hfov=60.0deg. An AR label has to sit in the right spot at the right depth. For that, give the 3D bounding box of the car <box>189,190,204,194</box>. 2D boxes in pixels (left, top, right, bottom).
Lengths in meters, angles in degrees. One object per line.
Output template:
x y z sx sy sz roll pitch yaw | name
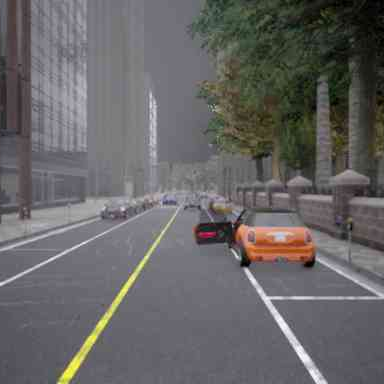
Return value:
0.264 0.930 50.019 2.097 1.767 4.553 0 0 5 | car

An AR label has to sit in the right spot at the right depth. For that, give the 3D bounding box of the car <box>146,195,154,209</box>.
-5.744 1.230 36.899 1.887 1.381 4.507 0 0 0 | car

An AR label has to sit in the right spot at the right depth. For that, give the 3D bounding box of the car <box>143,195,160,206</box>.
-5.739 1.122 47.642 1.752 1.417 4.829 0 0 0 | car

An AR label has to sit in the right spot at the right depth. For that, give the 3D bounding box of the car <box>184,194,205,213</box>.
0.080 1.231 37.168 2.033 1.411 5.357 0 0 0 | car

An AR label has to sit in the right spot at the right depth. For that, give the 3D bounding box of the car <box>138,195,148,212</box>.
-5.747 1.282 31.442 2.008 1.369 4.403 0 0 0 | car

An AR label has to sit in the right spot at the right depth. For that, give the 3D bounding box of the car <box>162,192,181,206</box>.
-3.013 1.084 46.464 1.882 1.535 5.008 0 0 1 | car

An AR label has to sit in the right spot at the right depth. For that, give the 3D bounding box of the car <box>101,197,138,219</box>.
-5.749 1.217 25.984 1.967 1.590 4.097 0 0 0 | car

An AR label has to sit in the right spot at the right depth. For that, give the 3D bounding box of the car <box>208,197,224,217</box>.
2.779 1.256 31.610 1.752 1.417 4.829 0 0 0 | car

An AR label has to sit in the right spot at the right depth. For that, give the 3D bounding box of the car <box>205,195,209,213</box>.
2.781 1.252 36.897 1.947 1.339 4.313 0 0 0 | car

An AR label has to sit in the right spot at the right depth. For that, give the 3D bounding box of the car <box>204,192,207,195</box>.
2.802 0.779 79.777 1.967 1.590 4.097 0 0 0 | car

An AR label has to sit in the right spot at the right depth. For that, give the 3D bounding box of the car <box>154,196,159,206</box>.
-5.742 1.080 42.355 1.967 1.590 4.097 0 0 0 | car

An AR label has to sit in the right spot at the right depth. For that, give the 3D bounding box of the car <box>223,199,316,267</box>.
2.393 1.254 11.131 2.097 1.767 4.553 0 0 0 | car
